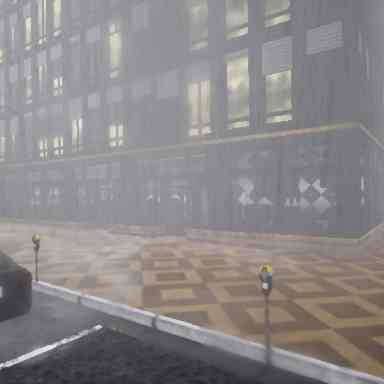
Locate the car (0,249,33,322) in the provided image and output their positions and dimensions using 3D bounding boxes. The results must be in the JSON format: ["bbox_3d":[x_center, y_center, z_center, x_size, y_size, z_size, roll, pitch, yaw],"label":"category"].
[{"bbox_3d":[-4.687,1.568,6.191,4.313,1.339,1.947,0,-1,36],"label":"car"}]
